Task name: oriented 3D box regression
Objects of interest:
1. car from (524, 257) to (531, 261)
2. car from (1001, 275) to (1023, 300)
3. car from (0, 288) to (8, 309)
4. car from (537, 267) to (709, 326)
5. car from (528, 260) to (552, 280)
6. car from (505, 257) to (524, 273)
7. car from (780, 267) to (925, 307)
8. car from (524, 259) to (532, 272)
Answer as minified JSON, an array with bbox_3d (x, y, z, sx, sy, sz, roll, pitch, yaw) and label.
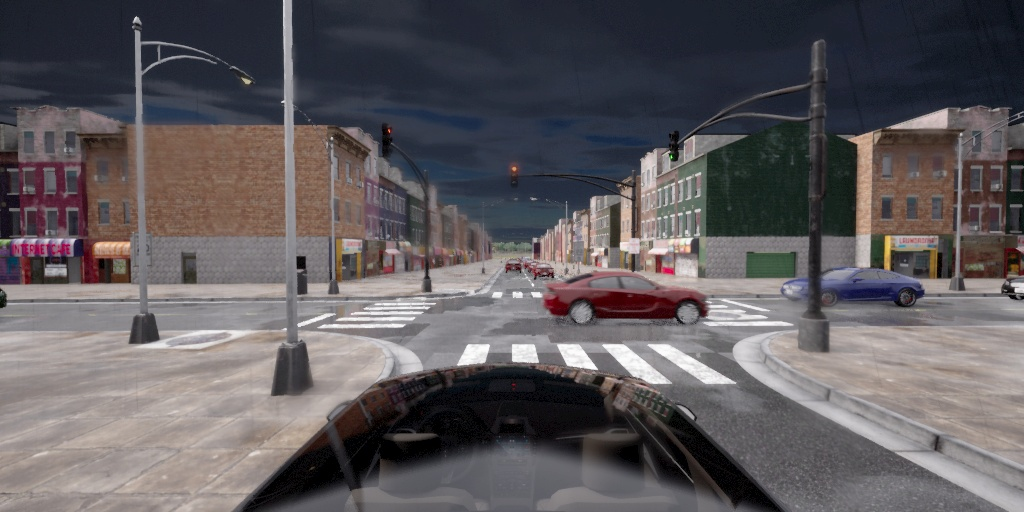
[{"bbox_3d":[2.744,1.293,53.795,1.888,1.381,4.507,0,0,0],"label":"car"},{"bbox_3d":[22.461,1.087,14.069,4.902,1.511,2.128,0,1,0],"label":"car"},{"bbox_3d":[-19.654,1.138,11.221,5.566,2.045,2.150,-1,1,1],"label":"car"},{"bbox_3d":[3.437,1.225,11.183,5.008,1.535,1.882,0,0,0],"label":"car"},{"bbox_3d":[2.698,1.292,31.665,1.888,1.381,4.507,0,0,0],"label":"car"},{"bbox_3d":[0.189,1.225,43.762,1.882,1.535,5.008,0,0,0],"label":"car"},{"bbox_3d":[13.299,1.160,14.113,4.674,1.442,1.812,0,1,1],"label":"car"},{"bbox_3d":[2.721,1.329,42.730,1.802,1.307,4.207,0,0,0],"label":"car"}]
